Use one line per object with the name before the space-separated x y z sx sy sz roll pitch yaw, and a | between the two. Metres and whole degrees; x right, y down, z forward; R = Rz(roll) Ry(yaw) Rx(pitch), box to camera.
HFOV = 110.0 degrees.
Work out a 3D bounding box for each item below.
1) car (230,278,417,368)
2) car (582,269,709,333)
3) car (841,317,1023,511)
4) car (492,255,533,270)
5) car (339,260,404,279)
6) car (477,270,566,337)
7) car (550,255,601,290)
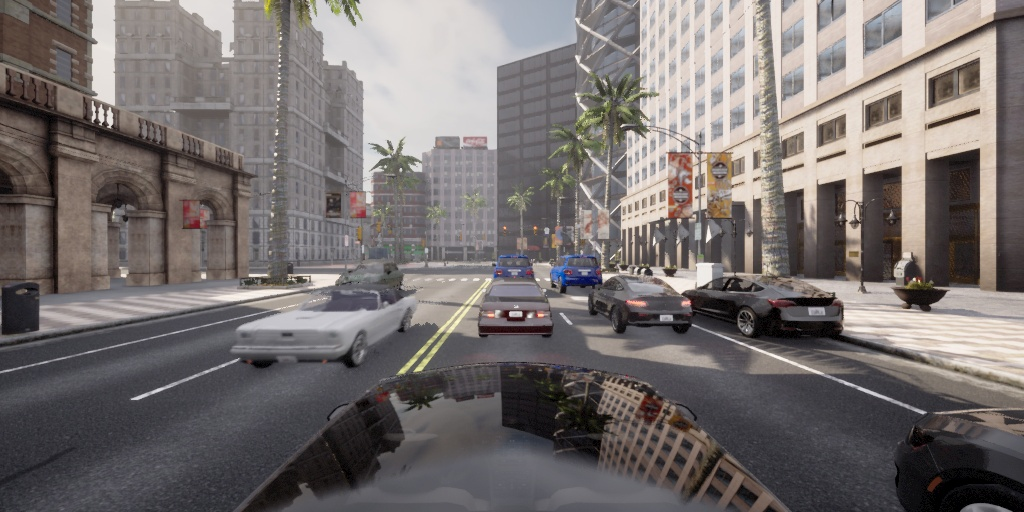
car | -3.615 1.351 7.954 1.895 1.301 4.718 0 0 0
car | 3.564 1.276 10.625 1.812 1.442 4.674 0 0 -1
car | 3.600 1.255 0.450 1.837 1.490 4.892 0 0 0
car | 0.048 0.971 20.455 2.150 2.045 5.566 0 0 -2
car | -7.115 1.101 18.400 2.097 1.767 4.553 0 0 0
car | 0.070 1.297 10.235 2.033 1.411 5.357 0 0 0
car | 3.547 0.971 20.589 2.150 2.045 5.566 0 0 -2
